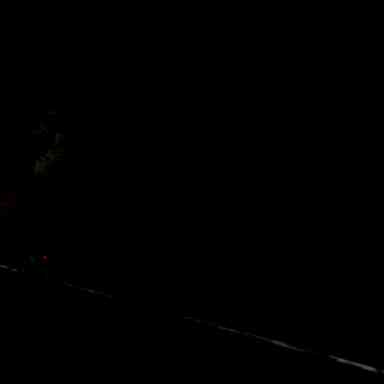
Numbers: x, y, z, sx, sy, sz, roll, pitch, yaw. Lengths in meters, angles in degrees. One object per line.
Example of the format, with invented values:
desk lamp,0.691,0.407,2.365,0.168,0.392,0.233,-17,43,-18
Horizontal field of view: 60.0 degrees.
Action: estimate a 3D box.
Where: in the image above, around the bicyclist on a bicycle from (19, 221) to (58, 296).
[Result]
bicyclist on a bicycle,-3.580,1.509,7.707,1.656,1.620,0.582,0,-1,36
